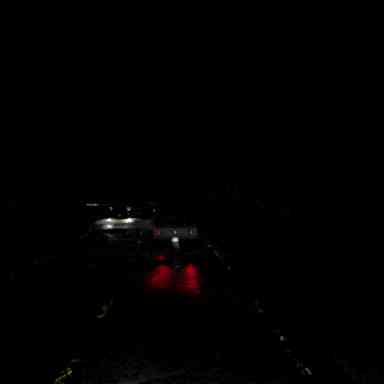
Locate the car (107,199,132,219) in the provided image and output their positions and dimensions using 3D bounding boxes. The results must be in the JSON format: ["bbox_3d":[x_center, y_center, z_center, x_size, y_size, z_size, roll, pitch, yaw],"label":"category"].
[{"bbox_3d":[-6.747,1.469,30.932,2.097,1.767,4.553,0,0,-13],"label":"car"}]

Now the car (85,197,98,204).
[{"bbox_3d":[-21.029,1.789,69.469,2.033,1.411,5.357,0,0,-29],"label":"car"}]

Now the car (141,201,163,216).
[{"bbox_3d":[-4.113,1.600,33.764,1.882,1.535,5.008,0,0,-13],"label":"car"}]

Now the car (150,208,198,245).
[{"bbox_3d":[-0.933,1.657,15.757,1.895,1.301,4.718,0,0,-6],"label":"car"}]
